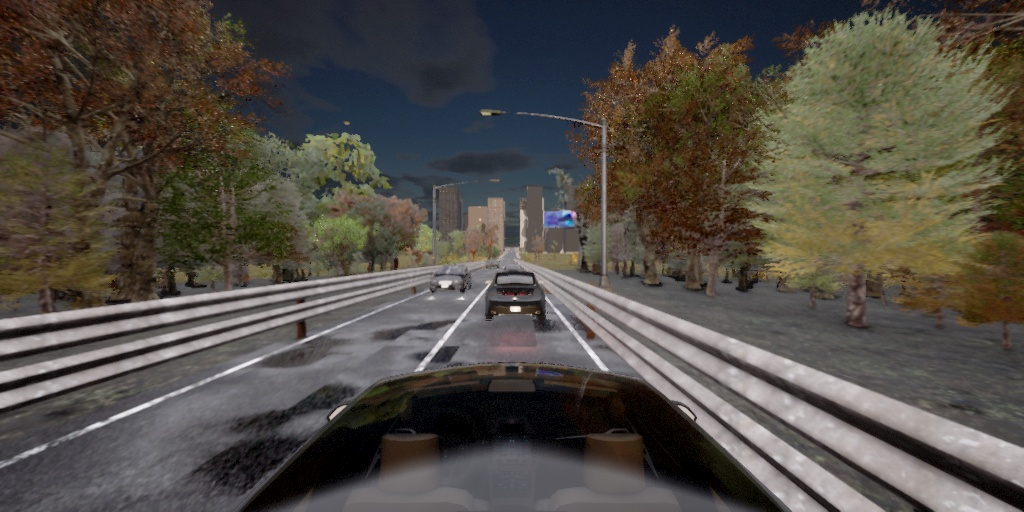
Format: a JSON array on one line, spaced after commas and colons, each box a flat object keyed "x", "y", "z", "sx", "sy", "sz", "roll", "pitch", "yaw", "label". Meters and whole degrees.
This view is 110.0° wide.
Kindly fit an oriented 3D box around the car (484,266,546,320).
[{"x": 0.098, "y": 1.250, "z": 12.503, "sx": 1.837, "sy": 1.490, "sz": 4.892, "roll": 0, "pitch": 0, "yaw": 0, "label": "car"}]

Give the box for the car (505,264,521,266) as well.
[{"x": 0.099, "y": 1.430, "z": 33.368, "sx": 1.895, "sy": 1.301, "sz": 4.718, "roll": 0, "pitch": 0, "yaw": 0, "label": "car"}]

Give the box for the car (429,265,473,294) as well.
[{"x": -3.350, "y": 1.262, "z": 20.394, "sx": 2.128, "sy": 1.511, "sz": 4.902, "roll": 0, "pitch": 0, "yaw": 0, "label": "car"}]

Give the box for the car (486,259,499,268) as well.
[{"x": -3.313, "y": 1.313, "z": 62.089, "sx": 2.097, "sy": 1.767, "sz": 4.553, "roll": 0, "pitch": 0, "yaw": 1, "label": "car"}]
